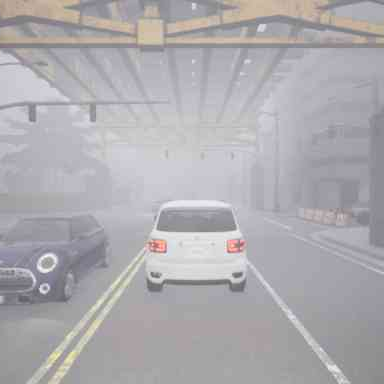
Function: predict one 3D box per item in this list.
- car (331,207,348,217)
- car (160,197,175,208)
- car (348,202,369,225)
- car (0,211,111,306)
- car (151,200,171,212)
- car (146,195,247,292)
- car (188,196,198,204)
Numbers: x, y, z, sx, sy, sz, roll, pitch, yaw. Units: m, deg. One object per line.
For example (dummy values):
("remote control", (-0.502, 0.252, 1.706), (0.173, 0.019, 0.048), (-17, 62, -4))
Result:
("car", (13.653, 1.291, 26.257), (4.536, 1.218, 1.853), (0, 0, 25))
("car", (-3.556, 1.518, 49.028), (1.812, 1.442, 4.674), (0, 0, 0))
("car", (13.277, 1.449, 22.120), (4.974, 1.542, 2.038), (0, 0, -20))
("car", (-3.531, 1.351, 8.251), (2.097, 1.767, 4.553), (0, 0, 1))
("car", (-3.571, 1.595, 39.080), (1.895, 1.301, 4.718), (0, 0, 0))
("car", (0.085, 1.220, 9.075), (2.150, 2.045, 5.566), (0, 0, 0))
("car", (0.144, 1.516, 63.672), (1.812, 1.442, 4.674), (0, 0, 0))
